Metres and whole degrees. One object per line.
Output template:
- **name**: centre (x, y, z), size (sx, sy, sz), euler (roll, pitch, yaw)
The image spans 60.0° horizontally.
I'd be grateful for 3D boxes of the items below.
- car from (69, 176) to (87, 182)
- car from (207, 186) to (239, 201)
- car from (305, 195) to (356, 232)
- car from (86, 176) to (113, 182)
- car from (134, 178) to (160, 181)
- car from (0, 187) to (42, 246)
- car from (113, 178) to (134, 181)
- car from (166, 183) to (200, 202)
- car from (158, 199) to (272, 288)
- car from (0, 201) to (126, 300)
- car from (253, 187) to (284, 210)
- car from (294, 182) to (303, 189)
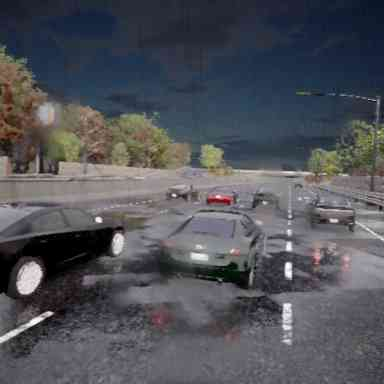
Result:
- **car**: centre (-16.232, -1.723, 49.846), size (1.895, 1.301, 4.718), euler (3, 3, 17)
- **car**: centre (2.528, 0.249, 26.535), size (1.994, 1.385, 4.181), euler (3, 3, 16)
- **car**: centre (6.628, 0.893, 16.167), size (2.128, 1.511, 4.902), euler (3, 3, 16)
- **car**: centre (-12.902, -1.529, 48.805), size (1.895, 1.301, 4.718), euler (3, 3, 17)
- **car**: centre (-5.932, -1.301, 47.693), size (1.882, 1.535, 5.008), euler (3, 3, 17)
- **car**: centre (-6.469, 0.728, 8.565), size (1.882, 1.535, 5.008), euler (3, 3, 16)
- **car**: centre (-9.240, -1.412, 48.838), size (1.994, 1.385, 4.181), euler (3, 3, 17)
- **car**: centre (-0.712, 0.002, 27.905), size (1.812, 1.442, 4.674), euler (3, 3, 16)
- **car**: centre (0.726, 1.133, 8.260), size (1.994, 1.385, 4.181), euler (3, 3, 16)
- **car**: centre (-3.218, 0.935, 7.237), size (1.882, 1.535, 5.008), euler (3, 3, 16)
- **car**: centre (5.676, 0.410, 24.857), size (1.837, 1.490, 4.892), euler (3, 3, 16)
- **car**: centre (26.228, -1.651, 81.952), size (1.837, 1.490, 4.892), euler (3, 3, 16)
